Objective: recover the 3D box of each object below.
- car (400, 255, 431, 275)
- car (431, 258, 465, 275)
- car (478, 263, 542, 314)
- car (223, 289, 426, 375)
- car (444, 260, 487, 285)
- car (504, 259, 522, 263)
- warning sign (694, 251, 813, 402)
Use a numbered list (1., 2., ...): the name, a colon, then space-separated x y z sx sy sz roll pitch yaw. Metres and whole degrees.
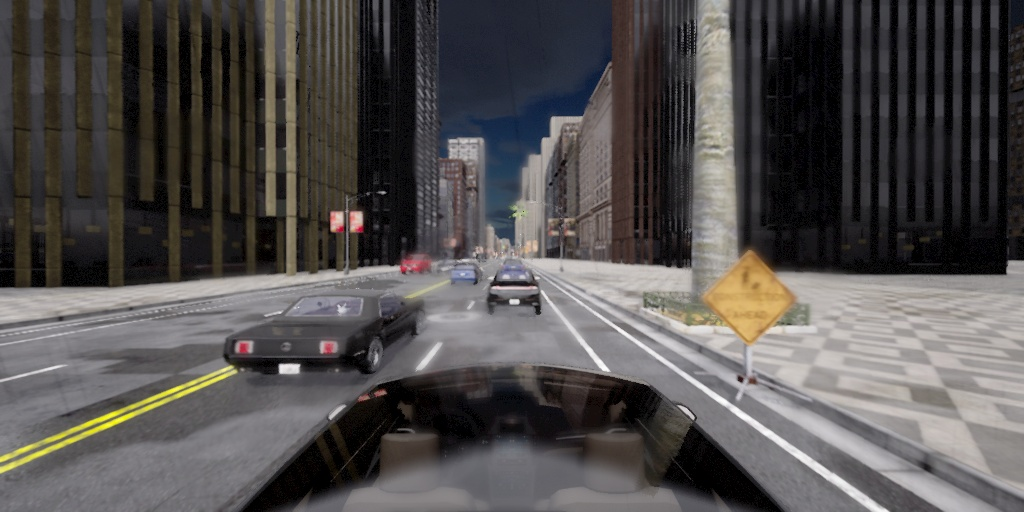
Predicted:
1. car: -9.856 0.882 37.312 2.150 2.045 5.566 0 0 0
2. car: -6.605 1.150 37.366 2.128 1.511 4.902 0 0 0
3. car: 0.086 1.211 13.674 2.128 1.511 4.902 0 0 0
4. car: -3.183 1.336 7.384 1.895 1.301 4.718 0 0 0
5. car: -3.172 1.234 25.689 2.033 1.411 5.357 0 0 0
6. car: 0.084 1.027 30.406 2.097 1.767 4.553 0 0 0
7. warning sign: 3.225 0.857 4.911 1.300 1.860 1.060 0 0 0
